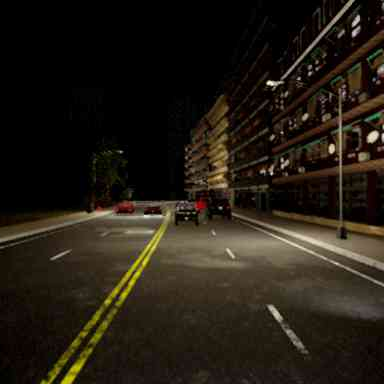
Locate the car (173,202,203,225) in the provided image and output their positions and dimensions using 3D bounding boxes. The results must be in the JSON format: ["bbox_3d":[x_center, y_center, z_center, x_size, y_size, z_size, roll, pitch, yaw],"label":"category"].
[{"bbox_3d":[-0.487,1.805,27.283,2.128,1.511,4.902,0,-1,-2],"label":"car"}]

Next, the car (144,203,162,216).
[{"bbox_3d":[-4.519,2.018,39.149,1.994,1.385,4.181,0,-1,-3],"label":"car"}]

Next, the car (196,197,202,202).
[{"bbox_3d":[1.803,1.735,44.456,2.150,2.045,5.566,0,-1,-4],"label":"car"}]

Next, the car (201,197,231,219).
[{"bbox_3d":[2.498,1.602,33.098,2.150,2.045,5.566,0,-1,-3],"label":"car"}]

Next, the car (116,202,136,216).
[{"bbox_3d":[-7.791,1.937,39.468,1.882,1.535,5.008,0,-1,-3],"label":"car"}]

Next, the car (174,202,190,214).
[{"bbox_3d":[-1.442,2.068,44.978,2.033,1.411,5.357,0,-1,-4],"label":"car"}]
